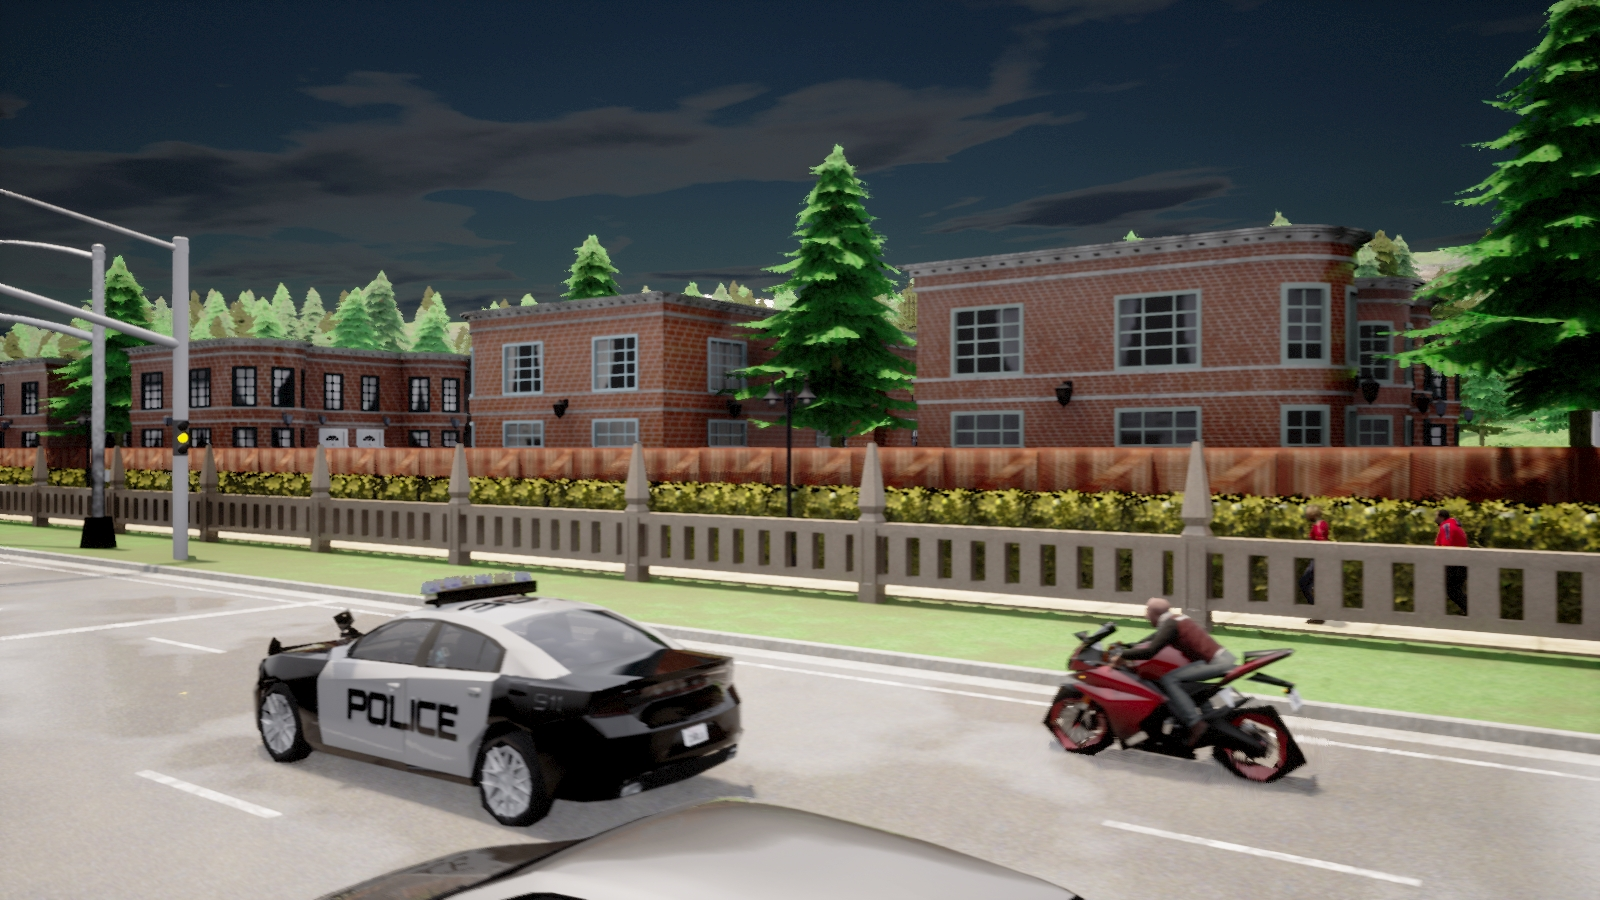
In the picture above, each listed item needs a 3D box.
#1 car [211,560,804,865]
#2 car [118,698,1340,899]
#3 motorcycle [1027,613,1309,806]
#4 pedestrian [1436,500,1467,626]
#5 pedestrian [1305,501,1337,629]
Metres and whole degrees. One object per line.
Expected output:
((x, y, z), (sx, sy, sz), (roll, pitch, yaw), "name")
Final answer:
((-2.720, 1.976, 9.962), (5.238, 1.638, 2.097), (-1, -1, 35), "car")
((-0.502, 2.064, 4.135), (4.193, 1.474, 1.816), (0, 0, 35), "car")
((3.215, 2.203, 10.080), (2.209, 1.251, 0.867), (0, 0, 35), "motorcycle")
((9.896, 1.699, 17.363), (0.375, 1.860, 0.375), (0, 0, 35), "pedestrian")
((7.782, 1.699, 17.052), (0.375, 1.860, 0.375), (0, 0, 35), "pedestrian")
